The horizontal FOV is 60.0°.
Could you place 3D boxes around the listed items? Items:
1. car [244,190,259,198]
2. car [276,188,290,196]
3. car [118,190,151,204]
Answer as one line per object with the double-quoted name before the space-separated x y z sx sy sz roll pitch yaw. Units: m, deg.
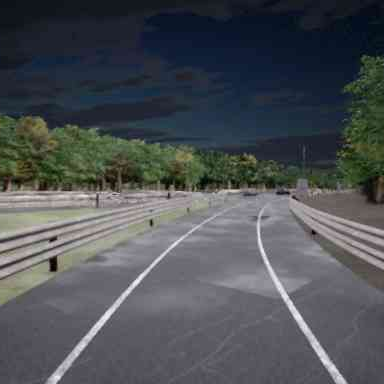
"car" 12.823 0.396 71.642 1.837 1.490 4.892 1 1 36
"car" 24.011 -0.075 87.348 2.150 2.045 5.566 1 1 35
"car" -7.651 0.565 44.761 2.097 1.767 4.553 1 1 38
